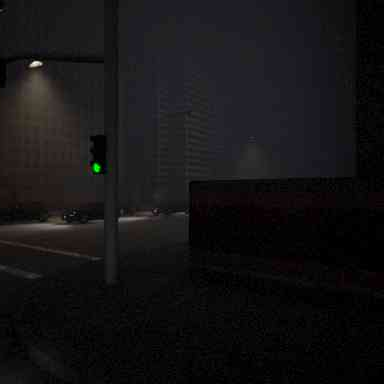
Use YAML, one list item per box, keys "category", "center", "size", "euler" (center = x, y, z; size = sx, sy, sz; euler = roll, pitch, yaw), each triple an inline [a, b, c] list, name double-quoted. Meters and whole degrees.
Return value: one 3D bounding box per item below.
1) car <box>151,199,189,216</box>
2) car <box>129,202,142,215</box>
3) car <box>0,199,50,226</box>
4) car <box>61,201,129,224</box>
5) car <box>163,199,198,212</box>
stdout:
- category: "car"
  center: [-1.936, 1.491, 32.742]
  size: [2.128, 1.511, 4.902]
  euler: [0, 0, 36]
- category: "car"
  center: [-7.159, 1.547, 31.503]
  size: [2.033, 1.411, 5.357]
  euler: [0, 0, 36]
- category: "car"
  center: [-12.699, 1.352, 23.818]
  size: [2.097, 1.767, 4.553]
  euler: [0, 0, 36]
- category: "car"
  center: [-7.437, 1.505, 25.146]
  size: [1.837, 1.490, 4.892]
  euler: [0, 0, 36]
- category: "car"
  center: [-1.359, 1.564, 39.496]
  size: [1.994, 1.385, 4.181]
  euler: [0, 0, 36]
